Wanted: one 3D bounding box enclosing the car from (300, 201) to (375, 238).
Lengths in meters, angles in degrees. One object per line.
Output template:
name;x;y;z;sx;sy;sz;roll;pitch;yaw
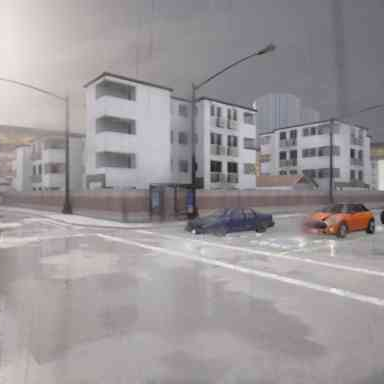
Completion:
car;7.847;1.363;17.836;4.553;1.767;2.097;0;0;-37

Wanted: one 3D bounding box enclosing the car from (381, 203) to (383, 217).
car;19.706;1.632;30.954;4.718;1.301;1.895;0;0;-35

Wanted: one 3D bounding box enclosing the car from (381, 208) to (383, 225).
car;15.146;1.494;23.375;5.008;1.535;1.882;0;0;-36

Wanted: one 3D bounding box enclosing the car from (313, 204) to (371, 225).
car;11.270;1.627;24.847;4.718;1.301;1.895;0;0;-37

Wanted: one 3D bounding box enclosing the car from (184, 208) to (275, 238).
car;2.180;1.566;17.885;5.357;1.411;2.033;0;0;-38
